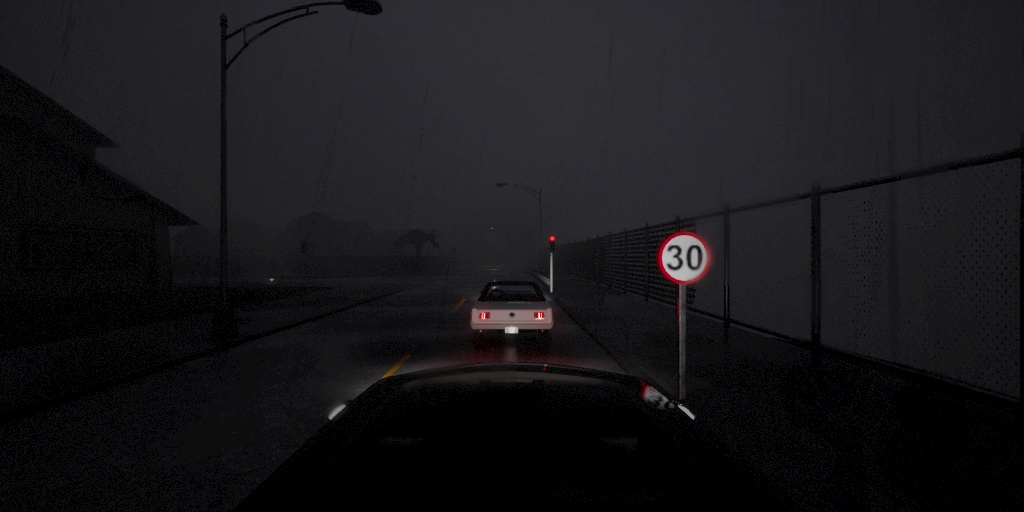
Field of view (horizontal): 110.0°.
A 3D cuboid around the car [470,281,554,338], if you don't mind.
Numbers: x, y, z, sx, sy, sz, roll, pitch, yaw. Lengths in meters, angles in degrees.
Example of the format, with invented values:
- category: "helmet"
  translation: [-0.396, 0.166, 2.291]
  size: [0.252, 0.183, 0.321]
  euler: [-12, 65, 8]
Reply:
- category: "car"
  translation: [-0.002, 1.351, 10.163]
  size: [1.895, 1.301, 4.718]
  euler: [0, 0, 0]

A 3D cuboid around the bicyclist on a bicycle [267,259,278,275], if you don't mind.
- category: "bicyclist on a bicycle"
  translation: [-24.324, 1.099, 36.471]
  size: [0.582, 1.620, 1.656]
  euler: [0, 0, 0]
